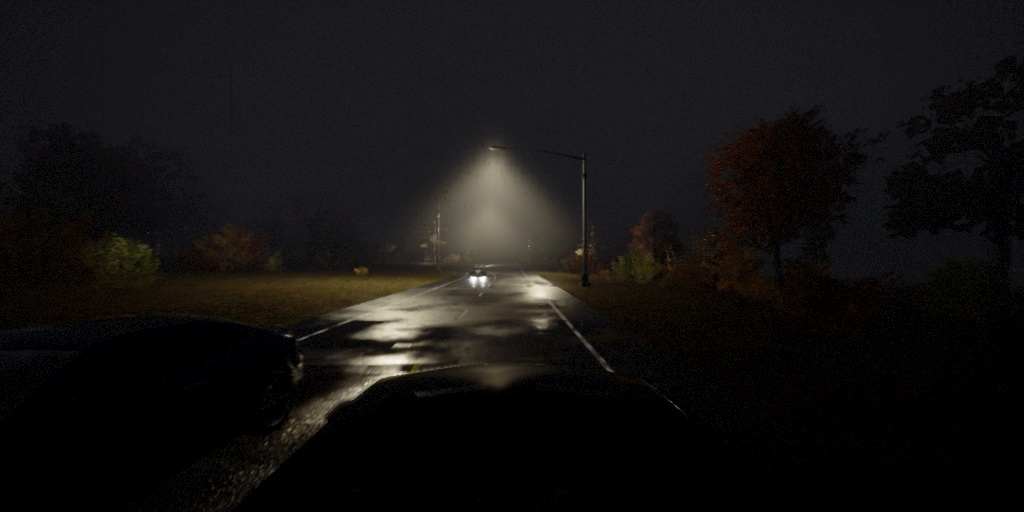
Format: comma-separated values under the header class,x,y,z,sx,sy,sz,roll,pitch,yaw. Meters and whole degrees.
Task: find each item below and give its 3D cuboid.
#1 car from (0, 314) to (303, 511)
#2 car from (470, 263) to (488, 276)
class,x,y,z,sx,sy,sz,roll,pitch,yaw
car,-3.601,1.286,2.838,1.812,1.442,4.674,0,-1,0
car,-4.010,1.651,43.378,2.128,1.511,4.902,0,0,-4
